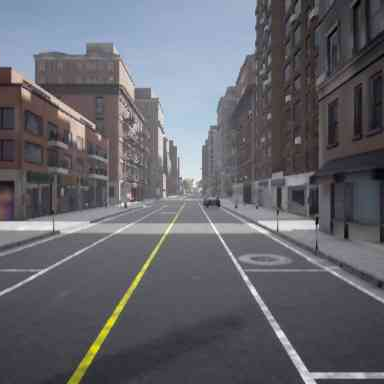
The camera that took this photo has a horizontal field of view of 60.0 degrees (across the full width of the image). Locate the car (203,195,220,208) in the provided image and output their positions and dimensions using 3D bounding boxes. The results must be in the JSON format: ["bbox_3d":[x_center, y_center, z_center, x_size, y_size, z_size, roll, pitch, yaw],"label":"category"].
[{"bbox_3d":[3.015,1.451,48.125,1.882,1.535,5.008,0,0,0],"label":"car"}]

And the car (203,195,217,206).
[{"bbox_3d":[2.988,1.327,55.095,2.097,1.767,4.553,0,0,0],"label":"car"}]
